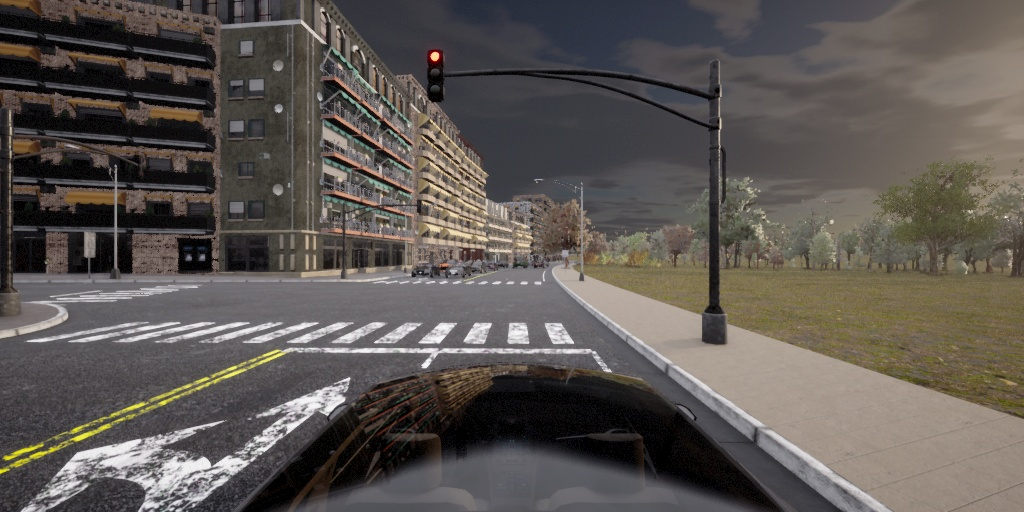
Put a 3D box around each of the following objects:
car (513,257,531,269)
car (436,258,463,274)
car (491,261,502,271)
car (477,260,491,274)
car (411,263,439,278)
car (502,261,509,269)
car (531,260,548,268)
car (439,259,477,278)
[{"bbox_3d":[1.521,1.150,62.719,2.150,2.045,5.566,0,0,9],"label":"car"},{"bbox_3d":[-7.582,1.195,43.742,2.097,1.767,4.553,0,0,6],"label":"car"},{"bbox_3d":[-3.216,1.446,53.397,1.994,1.385,4.181,0,0,7],"label":"car"},{"bbox_3d":[-4.271,1.351,44.254,1.837,1.490,4.892,0,0,6],"label":"car"},{"bbox_3d":[-8.364,1.375,35.322,1.994,1.385,4.181,0,0,5],"label":"car"},{"bbox_3d":[-1.815,1.531,63.438,1.895,1.301,4.718,0,0,9],"label":"car"},{"bbox_3d":[5.014,1.448,64.891,1.837,1.490,4.892,0,0,9],"label":"car"},{"bbox_3d":[-5.134,1.302,34.951,2.128,1.511,4.902,0,0,5],"label":"car"}]
